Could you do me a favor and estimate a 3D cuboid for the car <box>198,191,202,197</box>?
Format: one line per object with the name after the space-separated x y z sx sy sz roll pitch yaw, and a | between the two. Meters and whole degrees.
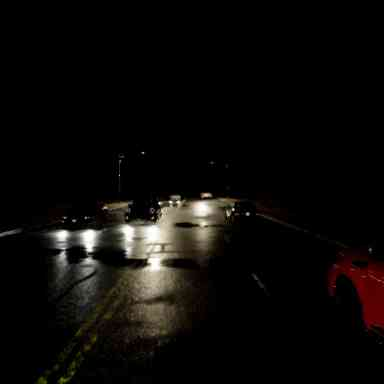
3.276 0.735 80.896 2.097 1.767 4.553 0 0 0 | car

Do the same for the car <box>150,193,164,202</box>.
-6.510 1.006 62.250 1.882 1.535 5.008 0 0 1 | car

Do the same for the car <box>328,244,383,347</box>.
3.350 1.197 3.219 2.150 2.045 5.566 0 0 0 | car

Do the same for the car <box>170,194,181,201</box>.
-3.244 1.039 64.506 1.812 1.442 4.674 0 0 0 | car

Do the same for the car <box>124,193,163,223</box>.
-3.342 1.179 23.333 2.097 1.767 4.553 0 0 0 | car

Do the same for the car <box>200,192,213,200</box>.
3.273 1.070 69.958 1.895 1.301 4.718 0 0 0 | car

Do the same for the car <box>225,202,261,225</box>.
3.356 1.380 22.562 2.033 1.411 5.357 0 0 0 | car

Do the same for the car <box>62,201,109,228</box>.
-6.593 1.348 21.026 1.837 1.490 4.892 0 0 0 | car

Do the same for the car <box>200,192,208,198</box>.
3.280 0.821 91.927 1.812 1.442 4.674 0 0 0 | car
